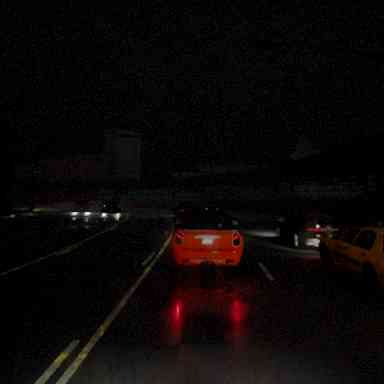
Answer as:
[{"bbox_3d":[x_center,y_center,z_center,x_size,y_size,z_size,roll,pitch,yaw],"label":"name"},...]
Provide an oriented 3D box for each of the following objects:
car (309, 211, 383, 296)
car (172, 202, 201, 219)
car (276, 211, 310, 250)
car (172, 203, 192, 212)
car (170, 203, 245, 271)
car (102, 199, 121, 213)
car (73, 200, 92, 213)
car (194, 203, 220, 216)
[{"bbox_3d":[4.881,1.519,8.688,1.801,1.575,5.366,1,0,3],"label":"car"},{"bbox_3d":[-0.600,1.705,31.294,2.033,1.411,5.357,1,-1,-8],"label":"car"},{"bbox_3d":[5.077,1.584,14.718,1.837,1.490,4.892,1,0,1],"label":"car"},{"bbox_3d":[-1.587,2.372,50.576,1.895,1.301,4.718,1,-3,-18],"label":"car"},{"bbox_3d":[0.480,1.370,11.185,2.097,1.767,4.553,1,0,1],"label":"car"},{"bbox_3d":[-10.084,1.699,41.498,2.097,1.767,4.553,1,-2,-16],"label":"car"},{"bbox_3d":[-13.854,1.843,42.044,1.837,1.490,4.892,1,-3,-16],"label":"car"},{"bbox_3d":[1.661,1.955,38.241,1.895,1.301,4.718,1,-2,-12],"label":"car"}]
